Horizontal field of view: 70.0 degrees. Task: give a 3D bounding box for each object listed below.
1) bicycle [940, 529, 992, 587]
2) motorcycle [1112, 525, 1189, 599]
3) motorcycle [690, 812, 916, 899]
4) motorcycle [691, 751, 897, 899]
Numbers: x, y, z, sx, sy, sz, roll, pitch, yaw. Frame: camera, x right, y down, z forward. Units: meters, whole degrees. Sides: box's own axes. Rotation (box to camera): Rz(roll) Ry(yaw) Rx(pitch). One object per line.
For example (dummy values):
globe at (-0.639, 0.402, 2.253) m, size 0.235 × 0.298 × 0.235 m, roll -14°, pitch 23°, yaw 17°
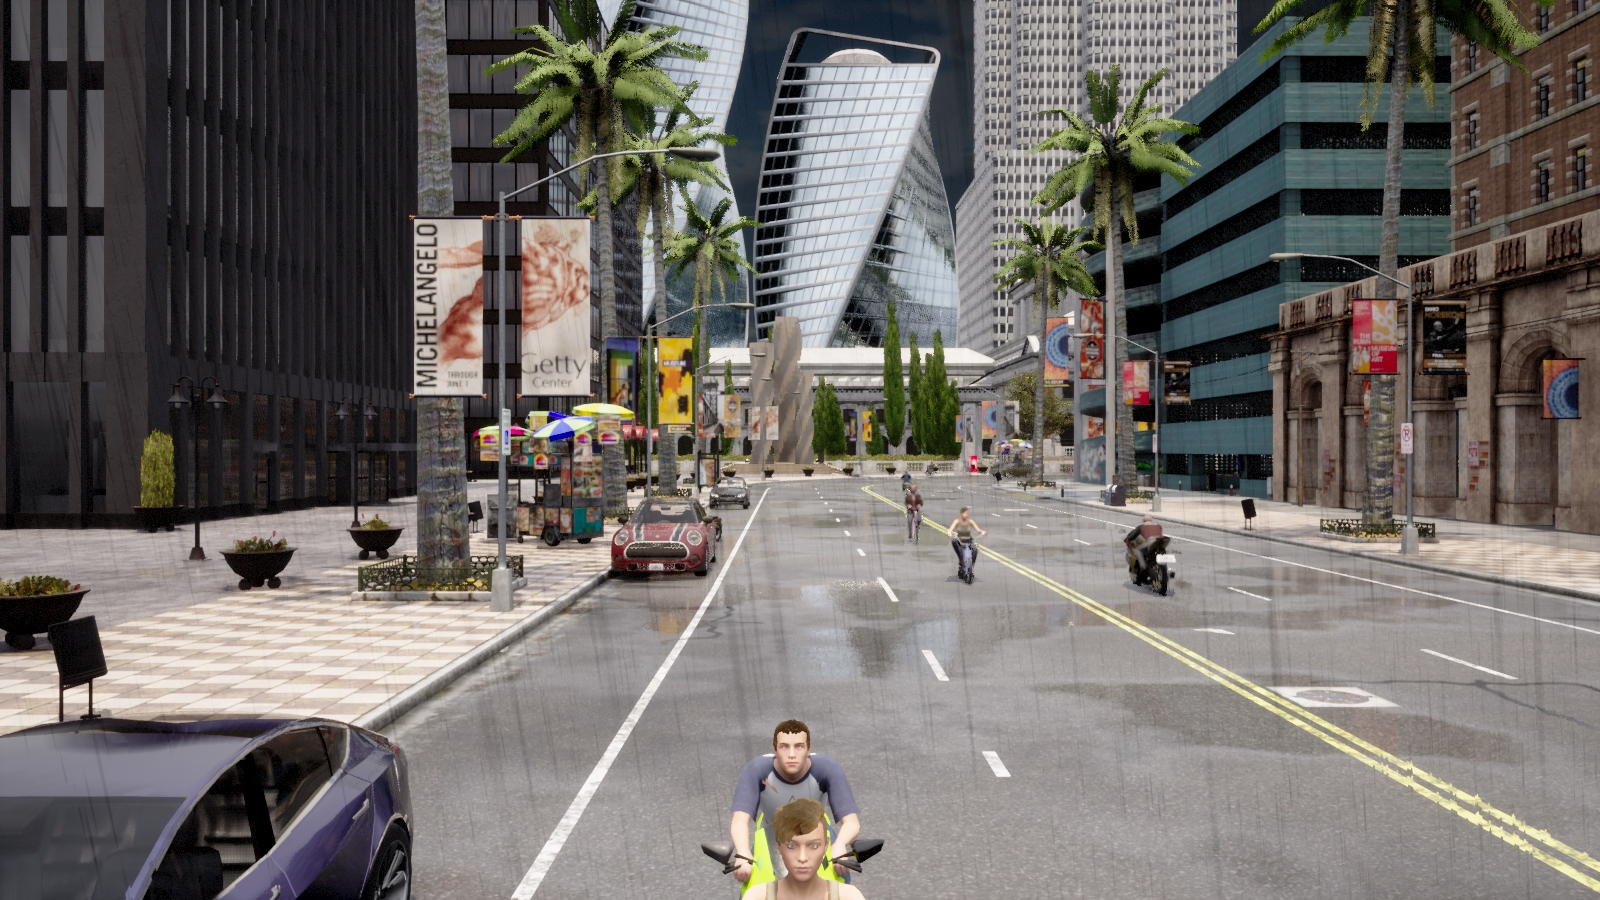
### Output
bicycle at (3.493, 2.266, 24.156) m, size 0.859 × 1.080 × 1.487 m, roll 0°, pitch 0°, yaw -1°
motorcycle at (7.000, 2.214, 22.946) m, size 0.867 × 1.251 × 2.209 m, roll 0°, pitch 0°, yaw 0°
motorcycle at (0.012, 2.175, 3.553) m, size 0.764 × 1.277 × 2.356 m, roll 0°, pitch 2°, yaw 0°
motorcycle at (-0.022, 2.223, 5.438) m, size 0.803 × 1.145 × 2.033 m, roll -1°, pitch -3°, yaw 0°
